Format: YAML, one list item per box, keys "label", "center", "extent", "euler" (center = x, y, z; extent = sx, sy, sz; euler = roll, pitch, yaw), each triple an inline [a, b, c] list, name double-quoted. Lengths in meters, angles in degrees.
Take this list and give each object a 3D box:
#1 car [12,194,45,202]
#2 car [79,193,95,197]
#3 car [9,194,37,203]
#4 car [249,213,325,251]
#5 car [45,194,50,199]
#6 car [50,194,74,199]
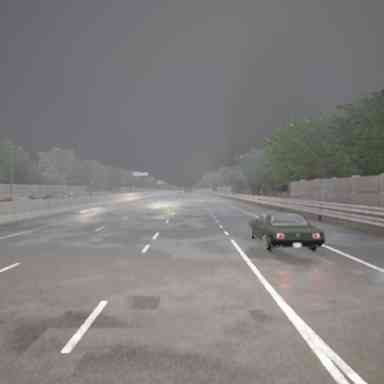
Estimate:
- label: "car"
  center: [-17.597, 1.233, 34.815]
  extent: [1.812, 1.442, 4.674]
  euler: [0, 0, 0]
- label: "car"
  center: [-17.577, 0.904, 55.692]
  extent: [2.097, 1.767, 4.553]
  euler: [0, 0, 0]
- label: "car"
  center: [-28.076, 1.044, 55.512]
  extent: [2.128, 1.511, 4.902]
  euler: [0, 0, 0]
- label: "car"
  center: [3.541, 1.488, 13.432]
  extent: [1.895, 1.301, 4.718]
  euler: [0, 0, 0]
- label: "car"
  center: [-24.582, 1.054, 54.861]
  extent: [1.837, 1.490, 4.892]
  euler: [0, 0, 0]
- label: "car"
  center: [-21.079, 1.088, 55.396]
  extent: [2.033, 1.411, 5.357]
  euler: [0, 0, 0]
